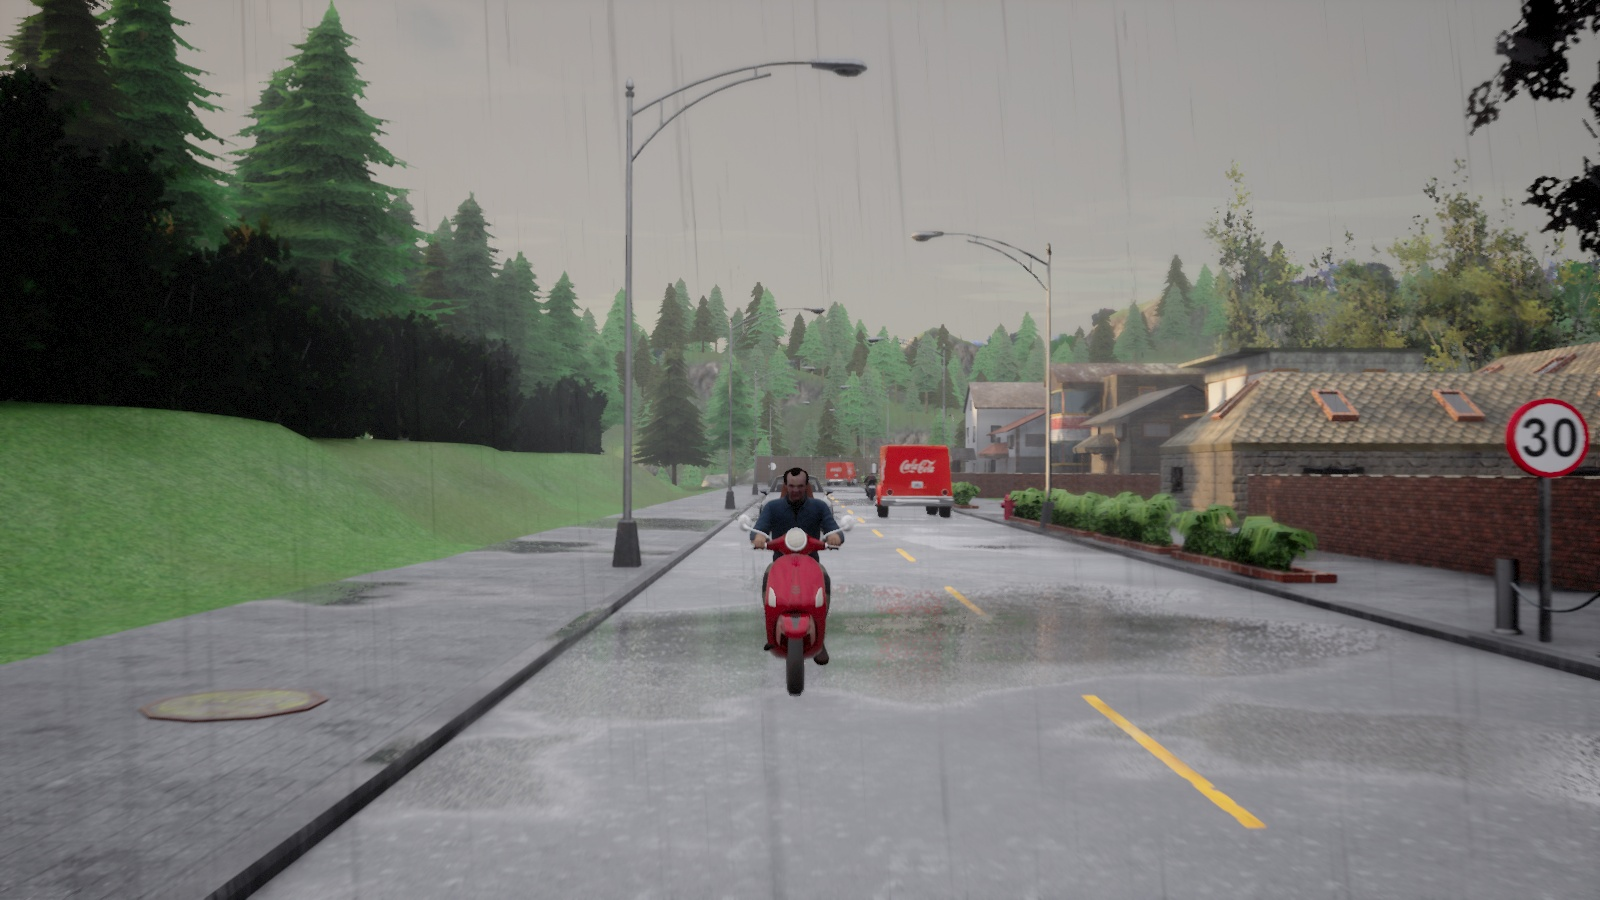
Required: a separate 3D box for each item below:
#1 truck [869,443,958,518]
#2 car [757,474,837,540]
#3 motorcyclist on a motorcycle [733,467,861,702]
[{"bbox_3d":[3.891,1.052,44.193,2.627,2.467,5.204,0,-1,0],"label":"truck"},{"bbox_3d":[-0.075,1.346,30.913,1.816,1.474,4.193,0,-1,0],"label":"car"},{"bbox_3d":[-0.023,0.926,9.414,0.866,1.590,1.817,0,-1,0],"label":"motorcyclist on a motorcycle"}]
